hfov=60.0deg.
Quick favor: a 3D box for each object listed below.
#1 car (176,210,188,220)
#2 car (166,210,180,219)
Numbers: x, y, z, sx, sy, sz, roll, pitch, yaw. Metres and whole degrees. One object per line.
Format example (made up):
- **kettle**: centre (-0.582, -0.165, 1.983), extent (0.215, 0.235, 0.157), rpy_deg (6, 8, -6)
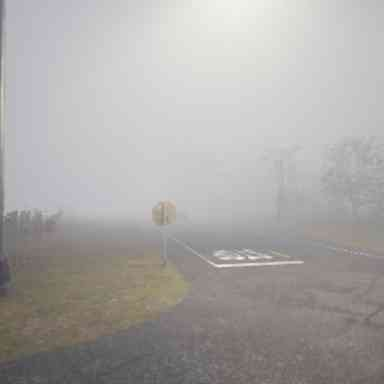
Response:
- **car**: centre (-1.765, 3.522, 50.870), extent (1.812, 1.442, 4.674), rpy_deg (0, -2, -11)
- **car**: centre (-3.352, 3.829, 58.304), extent (1.812, 1.442, 4.674), rpy_deg (0, -2, -12)
